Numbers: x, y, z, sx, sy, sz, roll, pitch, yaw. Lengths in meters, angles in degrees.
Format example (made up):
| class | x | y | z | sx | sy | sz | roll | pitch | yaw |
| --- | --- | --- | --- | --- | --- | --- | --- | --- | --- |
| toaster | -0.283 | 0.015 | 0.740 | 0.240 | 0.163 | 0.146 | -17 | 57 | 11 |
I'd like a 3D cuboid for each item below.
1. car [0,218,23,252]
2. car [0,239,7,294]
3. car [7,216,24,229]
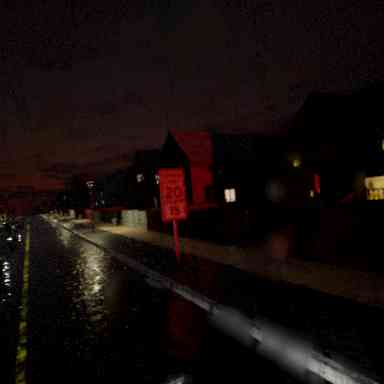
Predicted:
| class | x | y | z | sx | sy | sz | roll | pitch | yaw |
| --- | --- | --- | --- | --- | --- | --- | --- | --- | --- |
| car | -10.877 | 2.544 | 18.603 | 2.128 | 1.511 | 4.902 | -4 | -1 | -26 |
| car | -5.406 | 2.095 | 7.389 | 1.895 | 1.301 | 4.718 | -4 | -1 | -26 |
| car | -19.782 | 3.488 | 37.033 | 2.128 | 1.511 | 4.902 | -4 | -1 | -26 |
